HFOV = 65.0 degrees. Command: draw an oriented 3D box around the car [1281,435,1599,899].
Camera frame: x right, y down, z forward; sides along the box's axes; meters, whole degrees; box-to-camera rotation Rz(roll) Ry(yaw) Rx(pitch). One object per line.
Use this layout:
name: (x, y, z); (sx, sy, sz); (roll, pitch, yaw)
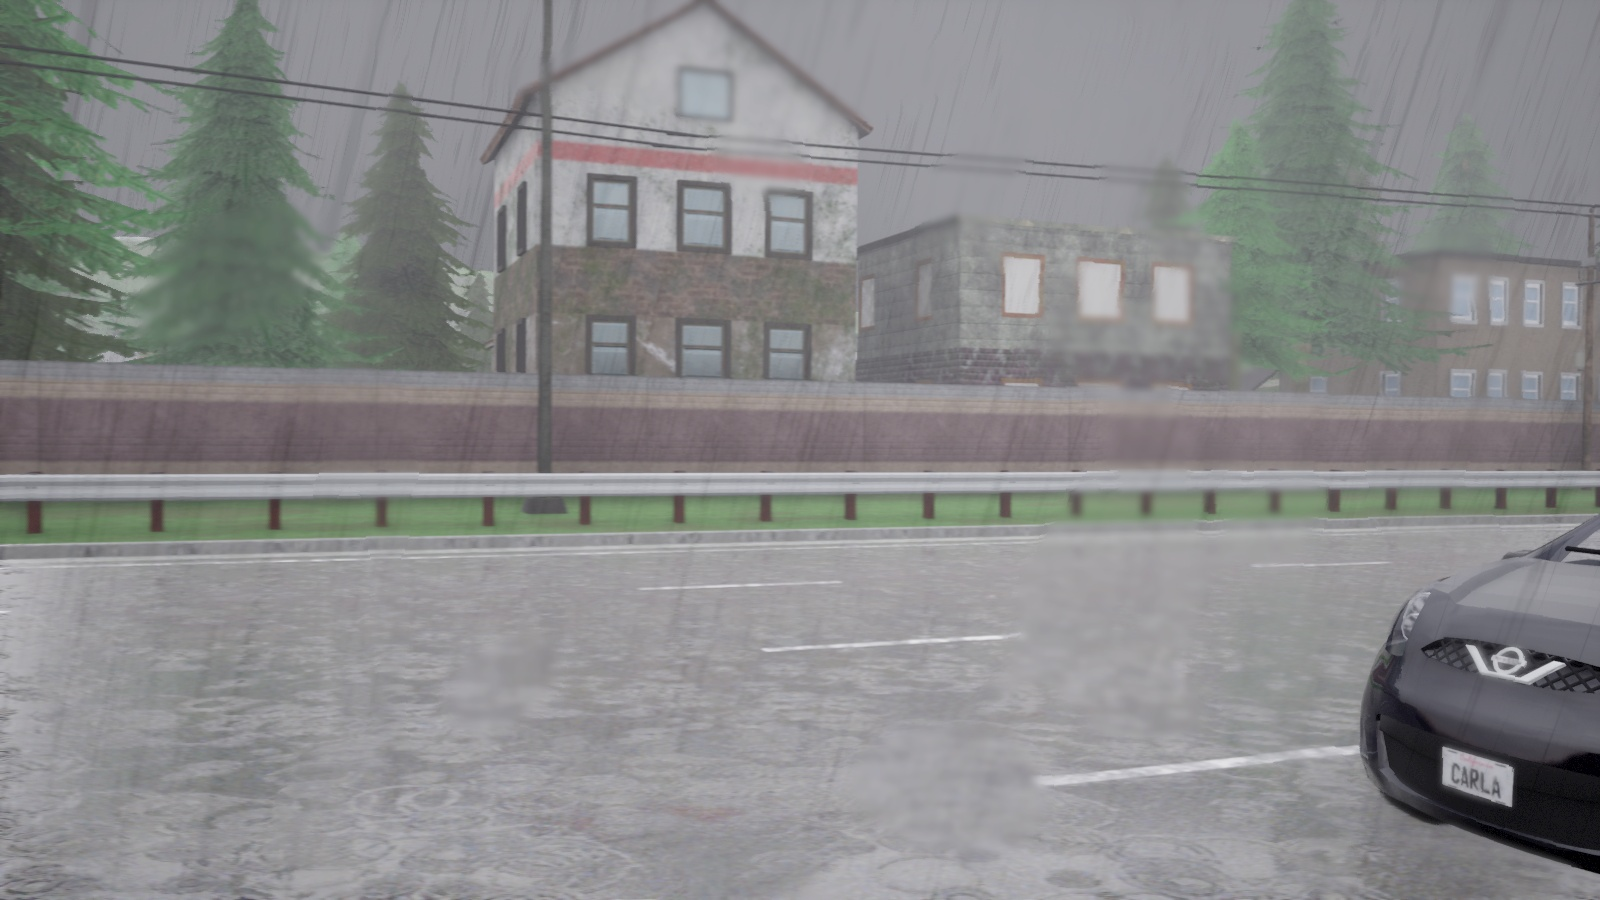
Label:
car: (3.922, 0.693, 4.728); (3.633, 1.501, 1.845); (-1, 1, -21)
